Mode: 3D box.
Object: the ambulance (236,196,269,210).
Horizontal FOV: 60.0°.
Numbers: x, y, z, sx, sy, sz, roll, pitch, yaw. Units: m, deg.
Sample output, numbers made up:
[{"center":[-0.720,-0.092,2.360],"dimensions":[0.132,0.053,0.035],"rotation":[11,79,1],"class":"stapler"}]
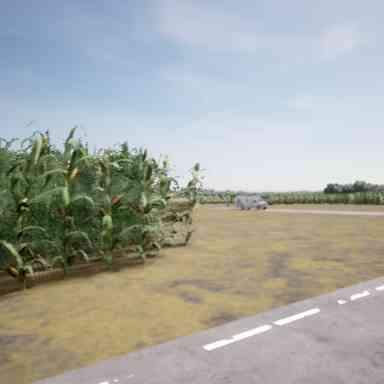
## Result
[{"center":[10.626,1.928,58.961],"dimensions":[2.351,2.431,6.366],"rotation":[0,-1,-35],"class":"ambulance"}]
